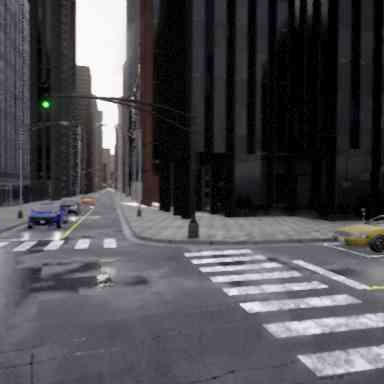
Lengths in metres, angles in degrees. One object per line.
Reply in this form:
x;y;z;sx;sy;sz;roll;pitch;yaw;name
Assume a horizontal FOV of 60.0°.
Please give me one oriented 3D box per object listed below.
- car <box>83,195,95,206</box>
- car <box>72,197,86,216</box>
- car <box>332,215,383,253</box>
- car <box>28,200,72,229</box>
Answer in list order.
-16.819;1.341;53.349;2.097;1.767;4.553;0;0;-13;car
-11.868;1.533;32.461;2.033;1.411;5.357;0;0;-13;car
7.924;1.448;13.031;4.829;1.417;1.752;0;1;-14;car
-9.284;1.462;21.762;1.882;1.535;5.008;0;0;-14;car
